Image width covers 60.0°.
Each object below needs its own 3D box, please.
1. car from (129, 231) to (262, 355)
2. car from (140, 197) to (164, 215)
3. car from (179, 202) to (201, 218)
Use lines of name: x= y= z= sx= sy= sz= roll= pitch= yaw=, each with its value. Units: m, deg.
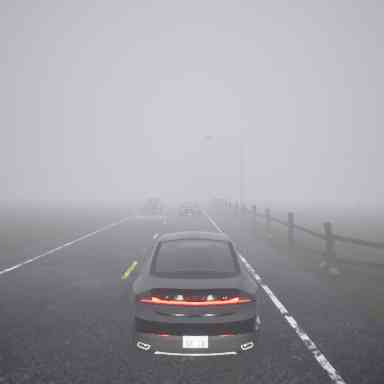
car: x=0.049 y=1.505 z=6.312 sx=1.837 sy=1.490 sz=4.892 roll=0 pitch=0 yaw=0
car: x=-3.953 y=1.337 z=33.670 sx=2.097 sy=1.767 sz=4.553 roll=0 pitch=0 yaw=-1
car: x=-0.209 y=1.590 z=30.292 sx=1.895 sy=1.301 sz=4.718 roll=0 pitch=0 yaw=-1
